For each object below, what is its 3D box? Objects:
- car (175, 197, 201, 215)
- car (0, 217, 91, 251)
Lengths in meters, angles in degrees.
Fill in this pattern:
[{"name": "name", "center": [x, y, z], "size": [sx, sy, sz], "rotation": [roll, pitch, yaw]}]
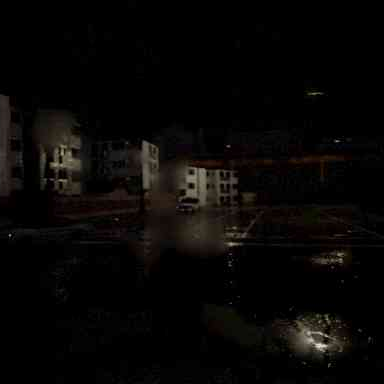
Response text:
[{"name": "car", "center": [-0.385, 1.741, 41.809], "size": [2.150, 2.045, 5.566], "rotation": [-1, 0, 15]}, {"name": "car", "center": [-7.264, 1.920, 16.165], "size": [1.895, 1.301, 4.718], "rotation": [-1, -1, 28]}]
